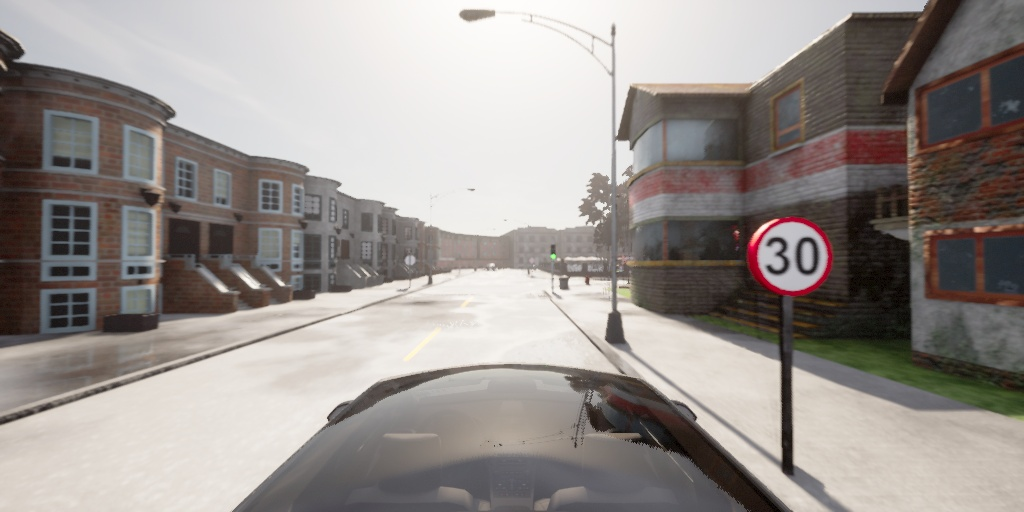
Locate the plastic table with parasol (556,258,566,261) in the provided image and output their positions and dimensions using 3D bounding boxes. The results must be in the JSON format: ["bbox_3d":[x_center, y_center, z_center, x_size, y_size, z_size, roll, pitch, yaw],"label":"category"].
[{"bbox_3d":[10.020,1.498,63.760,2.482,2.480,2.482,0,0,-38],"label":"plastic table with parasol"}]

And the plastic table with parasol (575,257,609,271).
[{"bbox_3d":[10.068,1.343,45.181,2.482,2.480,2.482,0,0,-40],"label":"plastic table with parasol"}]

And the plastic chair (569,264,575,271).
[{"bbox_3d":[8.597,1.961,48.927,0.730,1.272,0.750,0,0,-40],"label":"plastic chair"}]

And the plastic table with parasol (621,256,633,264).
[{"bbox_3d":[15.298,1.326,46.183,2.482,2.480,2.482,0,0,-40],"label":"plastic table with parasol"}]

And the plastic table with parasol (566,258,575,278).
[{"bbox_3d":[9.628,1.370,49.671,2.482,2.480,2.482,0,0,-40],"label":"plastic table with parasol"}]

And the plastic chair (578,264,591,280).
[{"bbox_3d":[9.038,1.937,44.437,0.730,1.272,0.750,0,0,-40],"label":"plastic chair"}]

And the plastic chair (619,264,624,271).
[{"bbox_3d":[14.268,1.932,45.438,0.730,1.272,0.750,0,0,-40],"label":"plastic chair"}]

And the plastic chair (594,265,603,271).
[{"bbox_3d":[10.970,1.933,44.208,0.750,1.272,0.730,0,0,-35],"label":"plastic chair"}]
